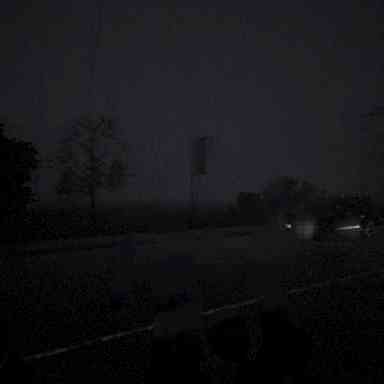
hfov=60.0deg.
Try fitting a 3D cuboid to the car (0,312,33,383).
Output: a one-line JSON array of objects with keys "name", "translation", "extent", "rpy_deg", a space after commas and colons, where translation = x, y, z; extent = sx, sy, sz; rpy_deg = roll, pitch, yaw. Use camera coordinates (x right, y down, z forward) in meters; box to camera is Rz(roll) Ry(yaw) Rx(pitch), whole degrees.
[{"name": "car", "translation": [-3.583, 1.218, 1.115], "extent": [5.566, 2.045, 2.150], "rpy_deg": [0, 0, -36]}]

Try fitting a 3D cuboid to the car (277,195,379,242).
[{"name": "car", "translation": [6.791, 1.182, 16.360], "extent": [5.566, 2.045, 2.150], "rpy_deg": [0, 0, -29]}]
